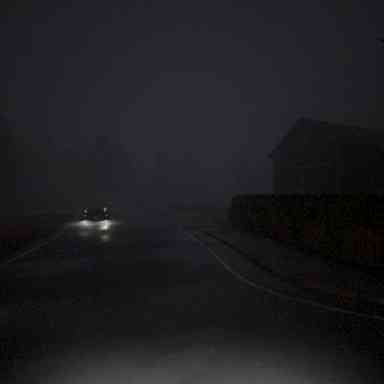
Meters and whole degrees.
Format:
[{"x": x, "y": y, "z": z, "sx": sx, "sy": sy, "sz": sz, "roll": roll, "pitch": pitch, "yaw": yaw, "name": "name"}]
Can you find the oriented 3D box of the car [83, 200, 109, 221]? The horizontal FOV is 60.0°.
[{"x": -8.458, "y": 1.499, "z": 29.426, "sx": 2.097, "sy": 1.767, "sz": 4.553, "roll": 0, "pitch": 0, "yaw": -15, "name": "car"}]
